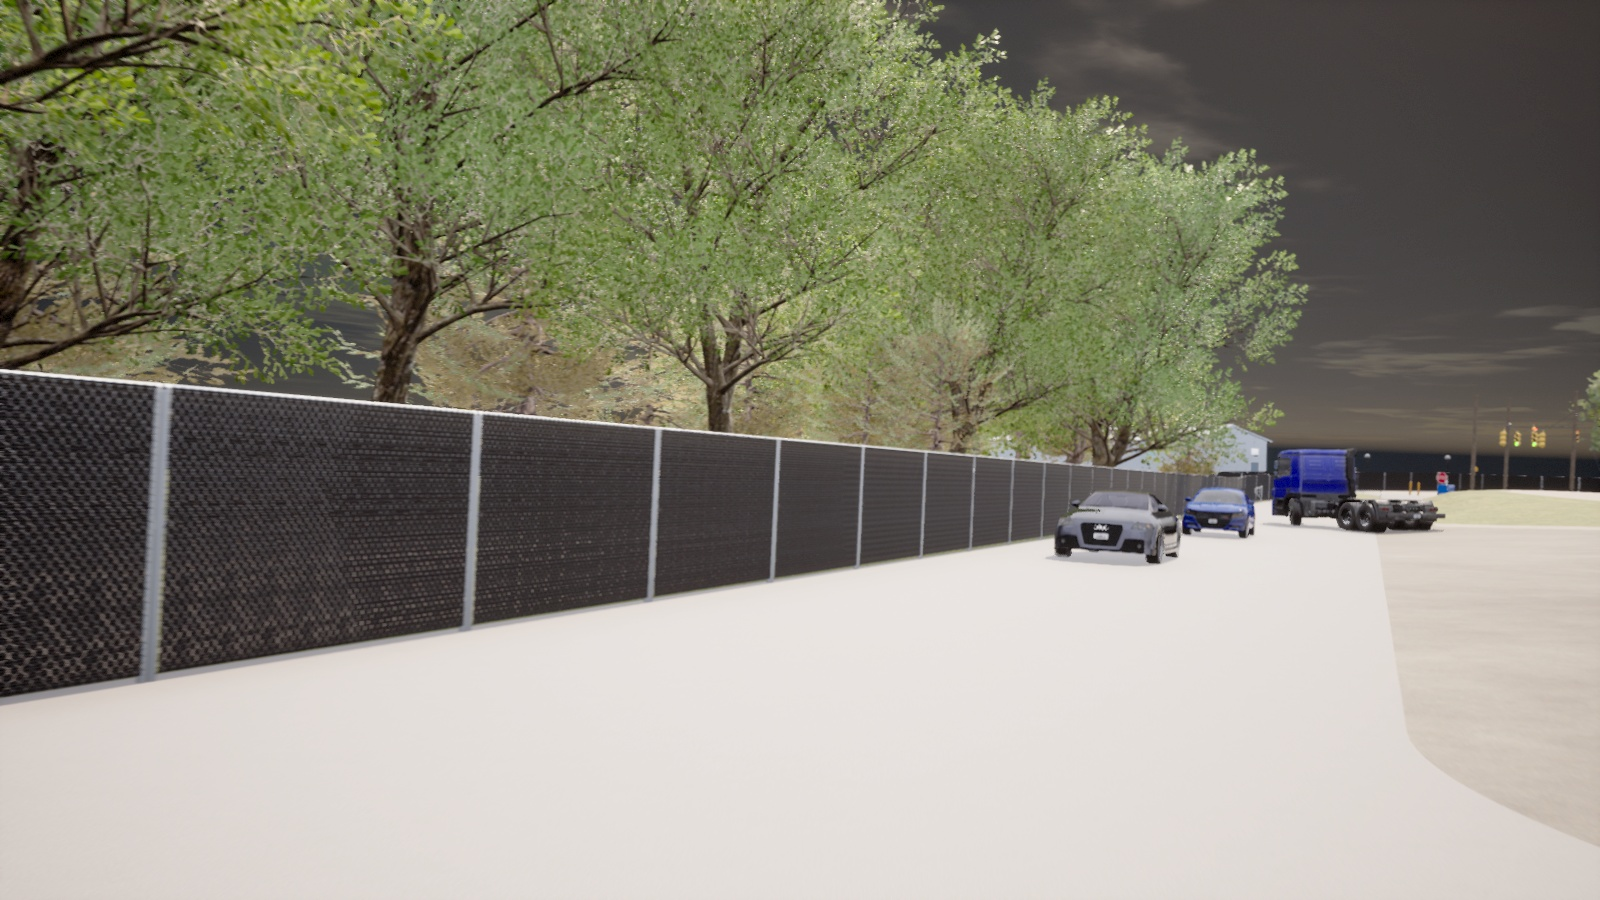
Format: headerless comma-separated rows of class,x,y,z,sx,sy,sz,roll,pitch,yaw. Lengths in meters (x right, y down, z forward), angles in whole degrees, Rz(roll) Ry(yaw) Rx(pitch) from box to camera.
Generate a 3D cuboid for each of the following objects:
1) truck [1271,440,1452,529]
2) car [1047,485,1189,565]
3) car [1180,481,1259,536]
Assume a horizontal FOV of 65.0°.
truck,23.393,1.399,52.911,2.891,3.462,7.936,1,-1,-11
car,6.552,1.452,25.556,1.994,1.385,4.181,2,-1,25
car,13.412,1.821,39.936,1.882,1.535,5.008,2,-1,24
